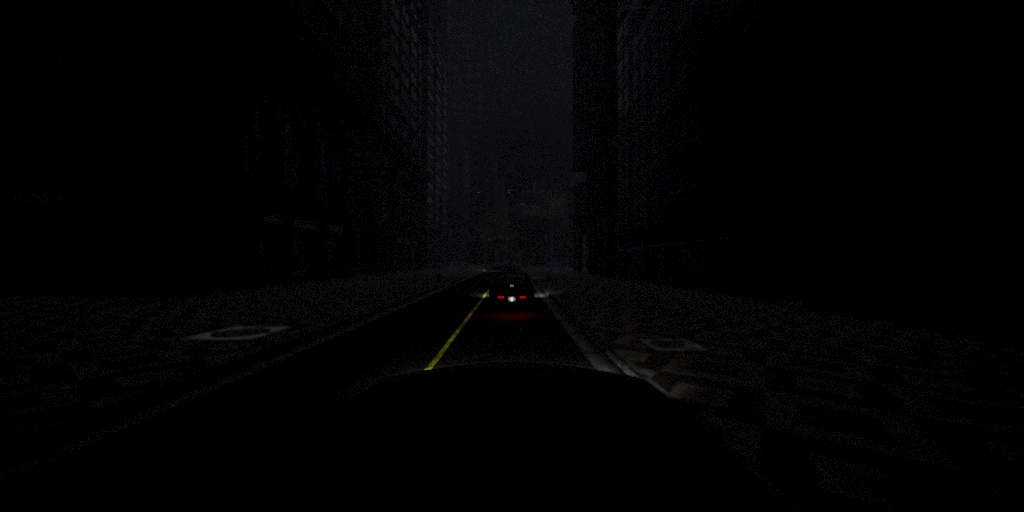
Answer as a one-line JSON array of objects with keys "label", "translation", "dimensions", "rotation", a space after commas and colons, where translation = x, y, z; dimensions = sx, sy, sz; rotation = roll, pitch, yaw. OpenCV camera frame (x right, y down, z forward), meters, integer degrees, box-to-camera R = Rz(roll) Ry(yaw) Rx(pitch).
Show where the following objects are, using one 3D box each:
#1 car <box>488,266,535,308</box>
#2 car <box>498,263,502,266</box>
[{"label": "car", "translation": [-0.004, 1.406, 16.148], "dimensions": [1.837, 1.490, 4.892], "rotation": [0, 0, 0]}, {"label": "car", "translation": [-0.012, 1.565, 31.152], "dimensions": [1.837, 1.490, 4.892], "rotation": [0, 0, 0]}]
